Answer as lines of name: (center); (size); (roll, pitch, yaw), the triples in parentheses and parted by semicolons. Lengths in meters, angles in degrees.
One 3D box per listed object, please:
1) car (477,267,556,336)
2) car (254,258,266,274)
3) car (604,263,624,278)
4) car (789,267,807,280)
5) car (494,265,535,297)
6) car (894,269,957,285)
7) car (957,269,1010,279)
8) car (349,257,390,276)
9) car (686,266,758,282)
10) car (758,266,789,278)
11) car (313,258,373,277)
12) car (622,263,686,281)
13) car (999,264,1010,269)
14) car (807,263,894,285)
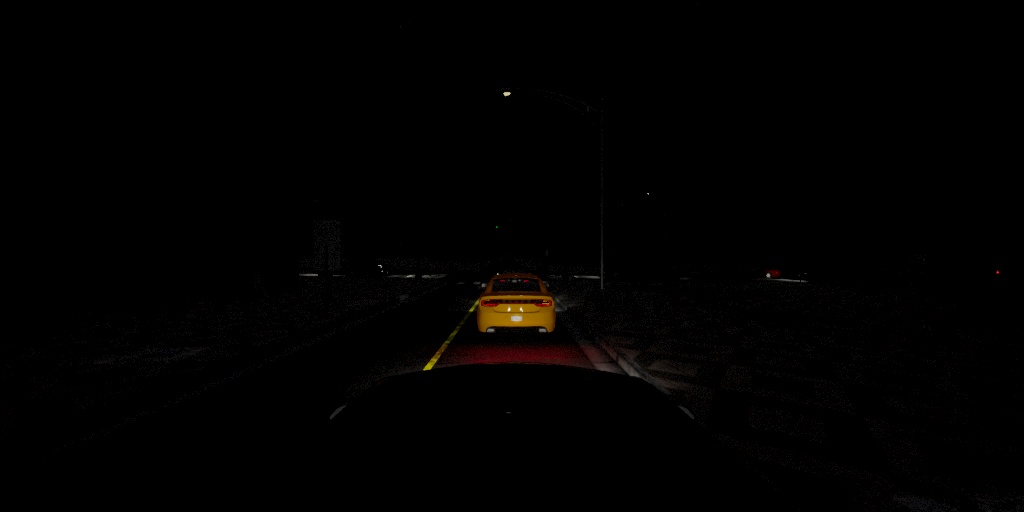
car: (0.105, 1.227, 10.385); (1.882, 1.535, 5.008); (0, 0, 0)
car: (-23.875, 0.930, 33.629); (4.902, 1.511, 2.128); (1, 0, 0)
car: (11.907, 1.456, 36.794); (4.892, 1.490, 1.837); (1, 0, 0)
car: (31.890, 1.773, 36.768); (4.892, 1.490, 1.837); (1, 0, 0)
car: (0.114, 1.297, 20.211); (2.033, 1.411, 5.357); (0, 0, 0)
car: (34.720, 1.864, 30.917); (4.507, 1.381, 1.888); (0, 0, 0)
car: (40.371, 1.995, 30.912); (4.207, 1.307, 1.802); (0, 0, 0)
car: (-13.877, 0.929, 33.575); (4.553, 1.767, 2.097); (1, 0, 1)
car: (17.960, 1.571, 30.932); (4.829, 1.417, 1.751); (0, 0, 0)
car: (29.092, 1.766, 39.447); (4.507, 1.381, 1.888); (0, 0, 0)
car: (-14.760, 1.116, 30.863); (4.403, 1.370, 2.007); (0, 0, 0)
car: (12.147, 1.524, 30.936); (4.313, 1.339, 1.948); (0, 0, 0)
car: (48.972, 1.779, 33.564); (5.566, 2.045, 2.150); (1, 0, 0)
car: (29.077, 1.540, 30.922); (5.009, 1.841, 2.192); (0, 0, 0)
